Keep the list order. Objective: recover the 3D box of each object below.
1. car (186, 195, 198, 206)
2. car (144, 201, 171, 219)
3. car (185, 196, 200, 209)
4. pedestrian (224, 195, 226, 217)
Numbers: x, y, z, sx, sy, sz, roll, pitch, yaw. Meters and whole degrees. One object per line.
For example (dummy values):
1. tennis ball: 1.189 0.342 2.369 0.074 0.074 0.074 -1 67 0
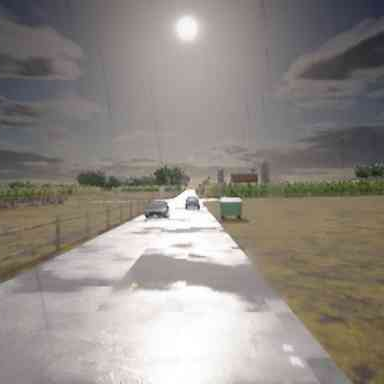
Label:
1. car: 0.005 1.294 51.964 1.882 1.535 5.008 0 0 0
2. car: -2.845 1.472 28.516 2.033 1.411 5.357 0 0 0
3. car: 0.060 1.385 42.843 1.812 1.442 4.674 0 0 0
4. pedestrian: 2.828 1.197 28.889 0.375 1.860 0.375 0 0 -15
